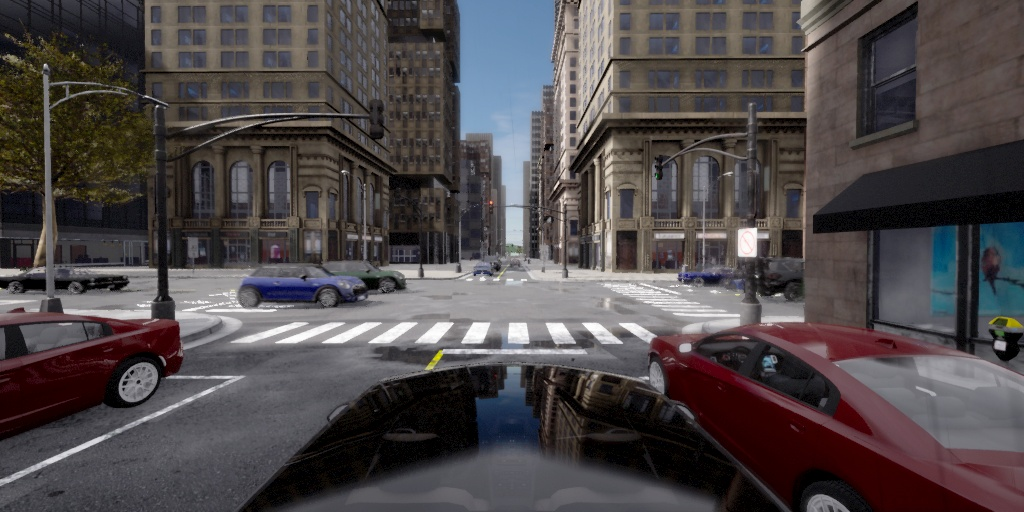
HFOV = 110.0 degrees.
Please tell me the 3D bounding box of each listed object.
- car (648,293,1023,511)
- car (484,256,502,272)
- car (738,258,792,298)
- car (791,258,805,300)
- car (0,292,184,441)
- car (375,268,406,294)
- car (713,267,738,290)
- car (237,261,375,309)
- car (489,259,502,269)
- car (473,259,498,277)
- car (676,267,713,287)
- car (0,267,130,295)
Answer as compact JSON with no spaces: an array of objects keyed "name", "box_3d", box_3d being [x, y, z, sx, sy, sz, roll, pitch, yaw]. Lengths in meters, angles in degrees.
[{"name":"car","box_3d":[2.770,1.294,3.371,1.888,1.381,4.507,0,0,0]},{"name":"car","box_3d":[-2.714,0.961,46.406,2.150,2.045,5.566,0,0,1]},{"name":"car","box_3d":[14.723,1.127,17.623,5.566,2.045,2.150,1,1,1]},{"name":"car","box_3d":[14.949,1.176,14.377,5.566,2.045,2.150,1,1,1]},{"name":"car","box_3d":[-5.755,1.294,3.438,1.888,1.381,4.507,0,0,0]},{"name":"car","box_3d":[-7.960,1.044,18.937,4.553,1.767,2.097,0,1,-15]},{"name":"car","box_3d":[14.634,1.419,21.076,4.181,1.385,1.994,0,1,0]},{"name":"car","box_3d":[-8.341,1.098,14.578,4.553,1.767,2.097,0,0,0]},{"name":"car","box_3d":[-2.603,1.243,56.860,1.837,1.490,4.892,0,0,1]},{"name":"car","box_3d":[-2.809,1.289,36.220,2.033,1.411,5.357,0,0,0]},{"name":"car","box_3d":[13.810,1.402,24.334,4.718,1.301,1.895,0,1,1]},{"name":"car","box_3d":[-22.263,1.201,17.948,4.718,1.301,1.895,0,1,1]}]
